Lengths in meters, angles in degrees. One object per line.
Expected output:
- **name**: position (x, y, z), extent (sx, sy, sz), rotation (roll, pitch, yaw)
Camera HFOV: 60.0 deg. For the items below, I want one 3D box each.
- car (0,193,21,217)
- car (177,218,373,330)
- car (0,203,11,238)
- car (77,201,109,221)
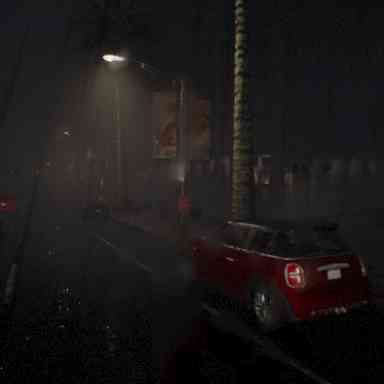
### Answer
- **car**: position (-16.907, 1.143, 30.223), extent (2.150, 2.045, 5.566), rotation (0, 0, -26)
- **car**: position (1.381, 1.359, 7.339), extent (2.185, 1.767, 4.553), rotation (0, 0, -26)
- **car**: position (-9.158, 1.450, 14.159), extent (2.128, 1.511, 4.902), rotation (0, 0, -26)
- **car**: position (-8.092, 1.474, 27.120), extent (2.161, 1.482, 4.786), rotation (0, 0, -26)
